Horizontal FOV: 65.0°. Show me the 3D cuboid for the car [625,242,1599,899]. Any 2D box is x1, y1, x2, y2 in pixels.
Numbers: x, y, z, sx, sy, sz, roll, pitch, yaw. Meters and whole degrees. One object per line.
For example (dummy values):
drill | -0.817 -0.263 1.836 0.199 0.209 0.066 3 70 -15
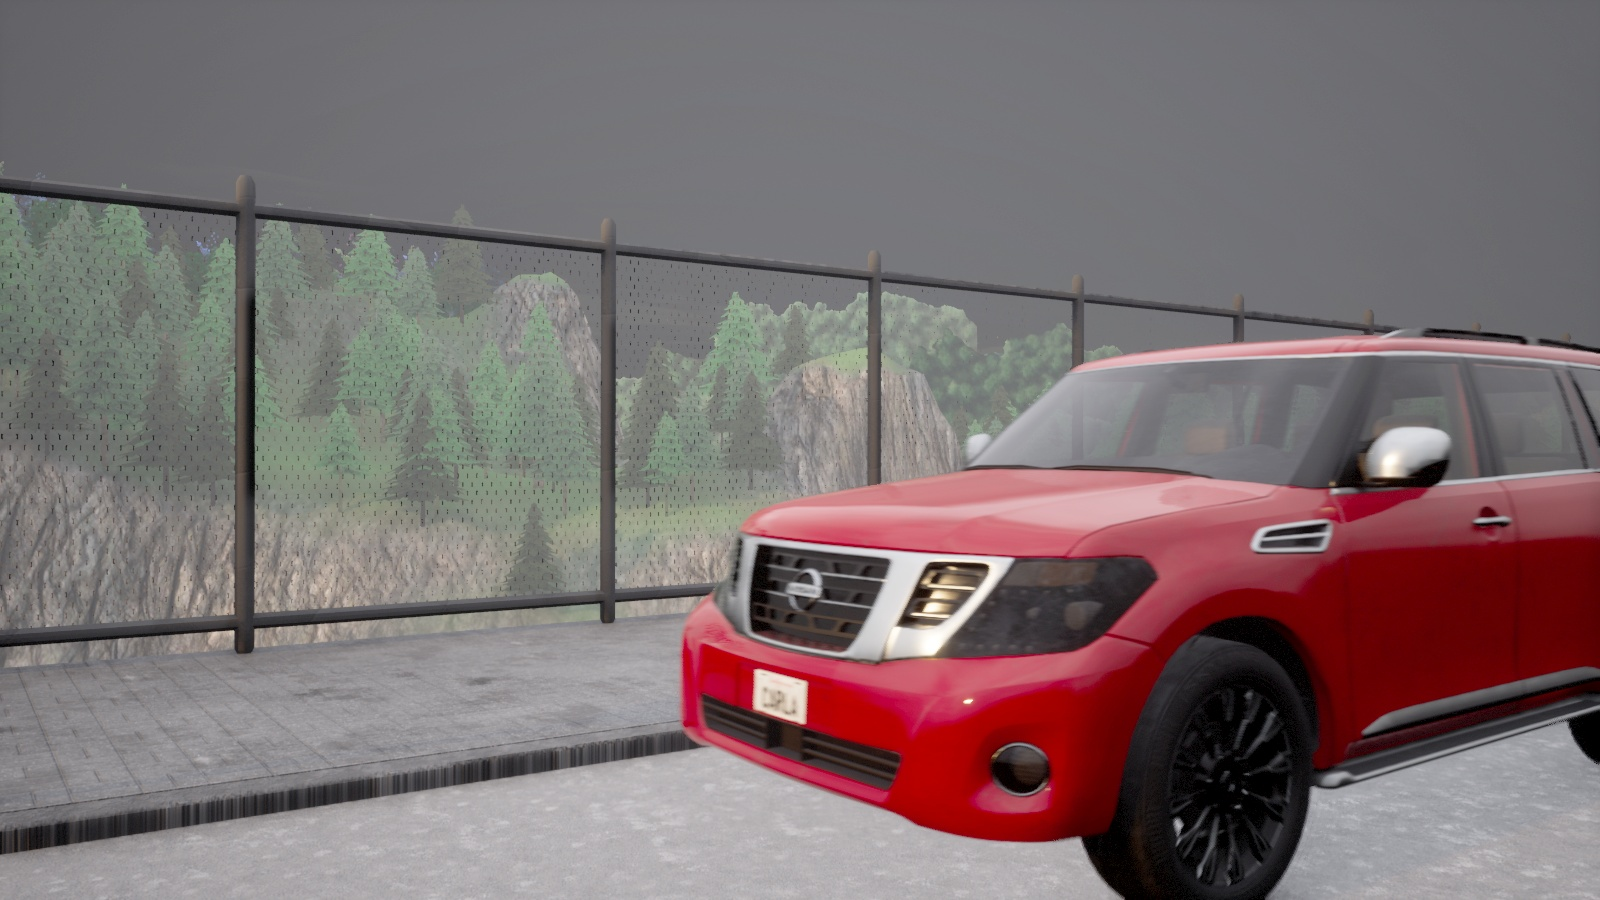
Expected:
car | 2.185 0.473 5.817 5.566 2.045 2.150 0 0 -35
